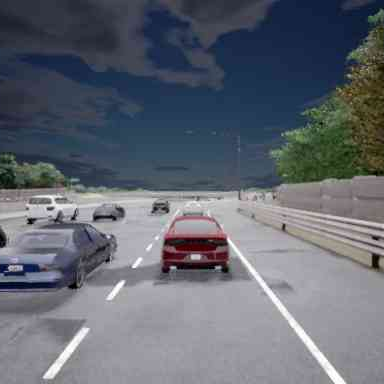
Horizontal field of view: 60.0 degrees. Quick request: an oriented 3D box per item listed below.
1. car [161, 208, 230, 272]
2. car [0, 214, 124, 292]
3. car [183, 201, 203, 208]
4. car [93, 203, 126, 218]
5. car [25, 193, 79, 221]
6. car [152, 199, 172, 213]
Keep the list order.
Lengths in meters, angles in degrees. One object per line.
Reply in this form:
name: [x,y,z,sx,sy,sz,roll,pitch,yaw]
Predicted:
car: [0.098,1.507,10.914,1.882,1.535,5.008,0,0,0]
car: [-3.501,1.571,9.122,2.033,1.411,5.357,0,0,0]
car: [0.123,1.616,33.031,1.812,1.442,4.674,0,0,0]
car: [-6.903,1.641,28.101,1.994,1.385,4.181,0,0,0]
car: [-10.403,1.290,25.058,2.150,2.045,5.566,0,0,0]
car: [-3.503,1.611,38.589,1.837,1.490,4.892,0,0,0]
